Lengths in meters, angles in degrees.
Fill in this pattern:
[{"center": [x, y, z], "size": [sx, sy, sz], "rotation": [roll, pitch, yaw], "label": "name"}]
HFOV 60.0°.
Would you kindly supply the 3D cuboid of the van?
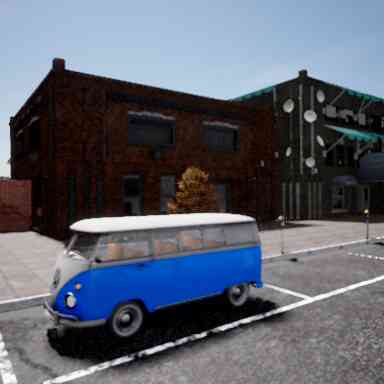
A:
[{"center": [-0.474, 1.331, 6.229], "size": [3.998, 1.788, 1.690], "rotation": [0, 0, -36], "label": "van"}]
